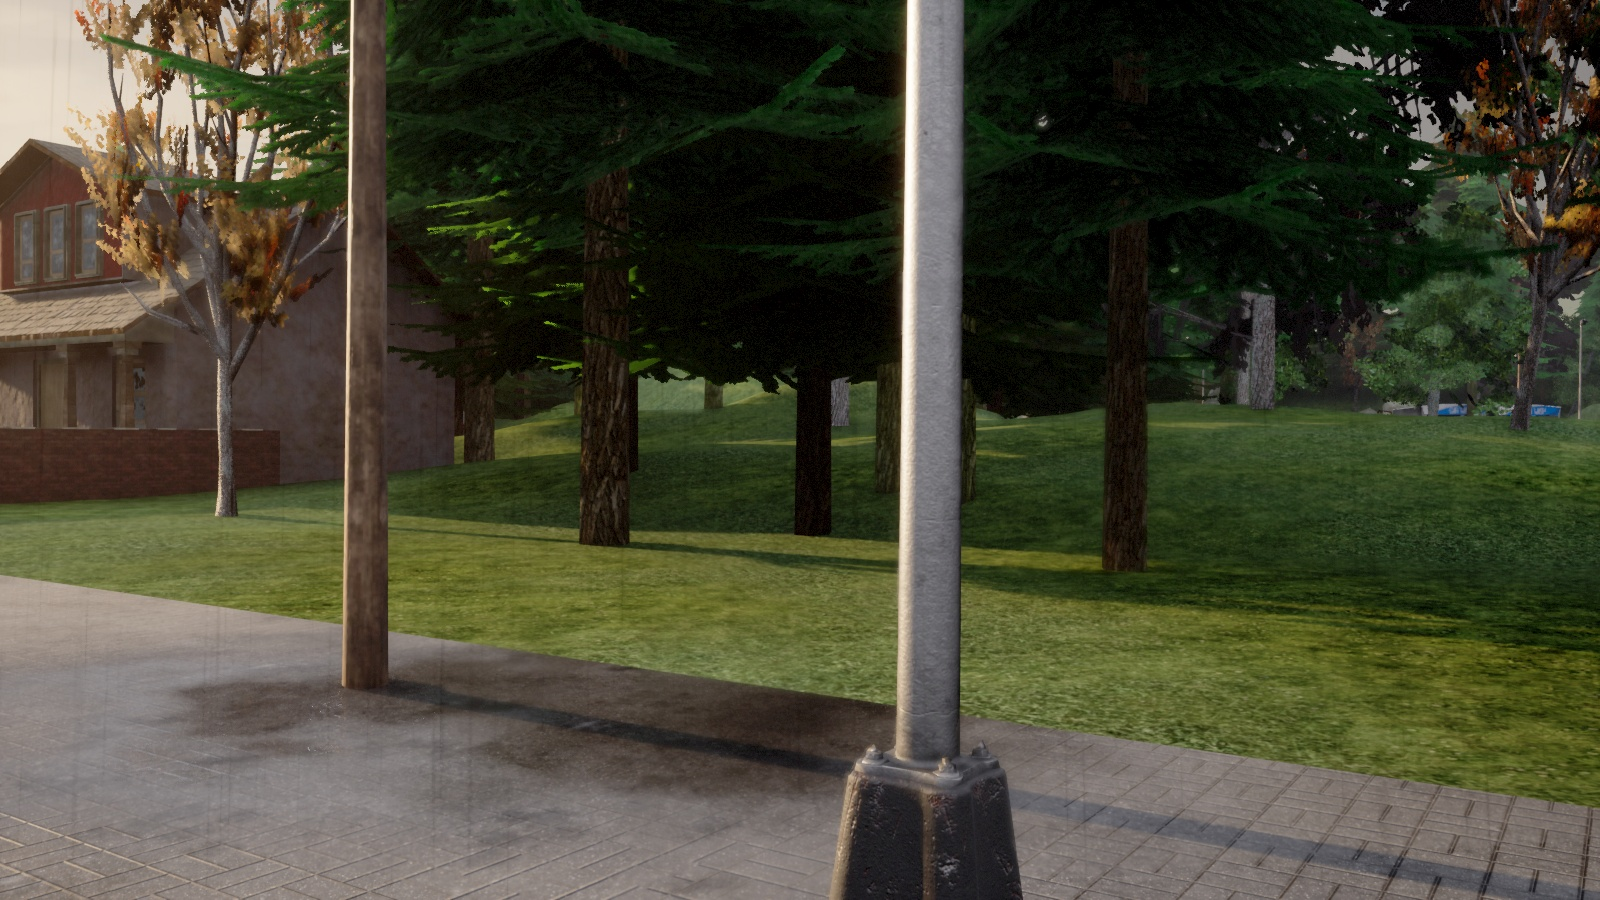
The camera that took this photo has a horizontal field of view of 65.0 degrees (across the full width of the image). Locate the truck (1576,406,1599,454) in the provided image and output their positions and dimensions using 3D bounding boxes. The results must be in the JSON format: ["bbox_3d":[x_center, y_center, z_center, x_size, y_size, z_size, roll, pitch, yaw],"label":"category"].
[{"bbox_3d":[43.090,-1.028,64.664,5.204,2.467,2.627,0,1,34],"label":"truck"}]
